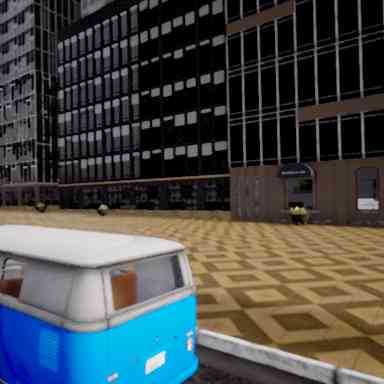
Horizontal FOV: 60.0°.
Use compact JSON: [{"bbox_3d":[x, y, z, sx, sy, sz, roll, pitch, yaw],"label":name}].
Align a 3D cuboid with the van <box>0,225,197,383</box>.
[{"bbox_3d":[-1.848,1.378,4.208,3.998,1.788,1.690,-1,-1,35],"label":"van"}]
